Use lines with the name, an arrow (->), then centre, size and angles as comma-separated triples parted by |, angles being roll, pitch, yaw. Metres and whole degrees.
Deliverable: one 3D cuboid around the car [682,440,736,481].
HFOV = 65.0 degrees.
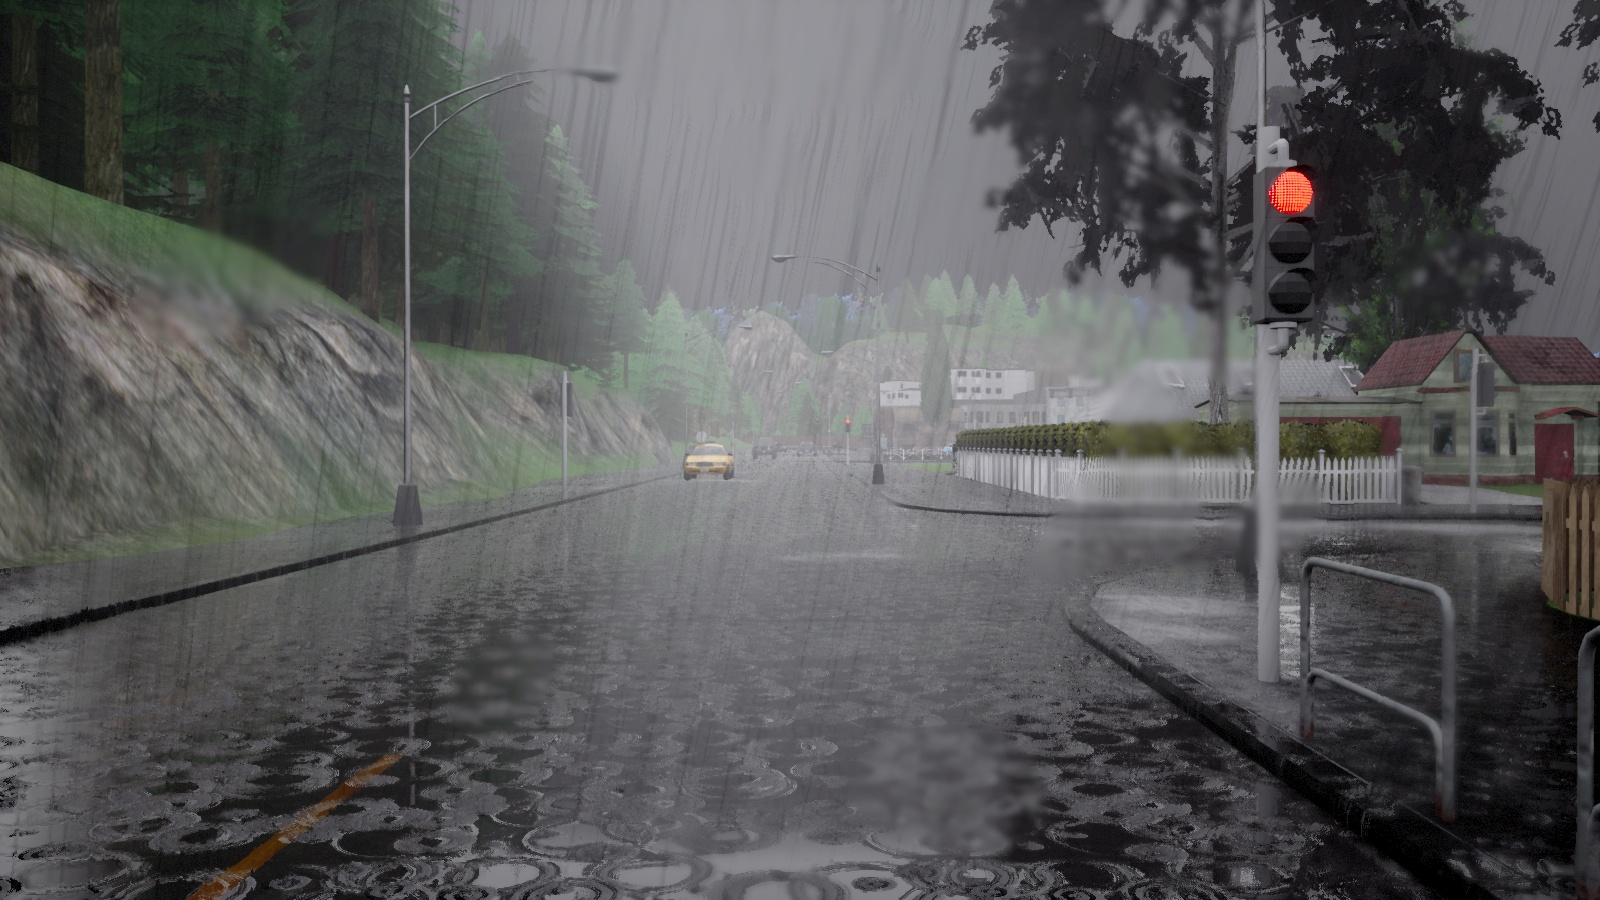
car -> -3.703, 0.391, 51.677 | 1.801, 1.575, 5.366 | 0, 0, 0
